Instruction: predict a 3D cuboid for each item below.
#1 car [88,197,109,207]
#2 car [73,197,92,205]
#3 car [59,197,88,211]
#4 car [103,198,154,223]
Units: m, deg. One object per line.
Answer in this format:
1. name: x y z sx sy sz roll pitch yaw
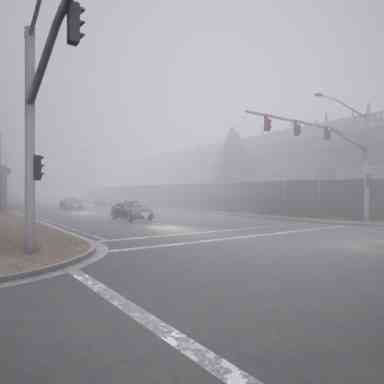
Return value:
1. car: -13.722 1.438 50.808 2.128 1.511 4.902 0 0 -34
2. car: -19.555 1.548 59.123 1.895 1.301 4.718 0 0 -35
3. car: -14.353 1.437 39.204 2.128 1.511 4.902 0 0 -35
4. car: -4.612 1.437 25.166 2.128 1.511 4.902 0 0 -35
